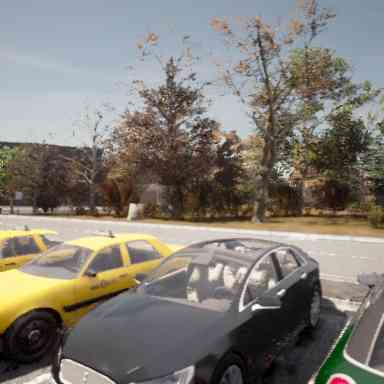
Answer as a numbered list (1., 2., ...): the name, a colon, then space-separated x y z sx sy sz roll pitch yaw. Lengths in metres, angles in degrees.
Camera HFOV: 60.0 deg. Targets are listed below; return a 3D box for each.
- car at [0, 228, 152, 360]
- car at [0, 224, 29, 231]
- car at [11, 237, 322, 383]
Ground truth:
1. car: -1.900 1.524 6.269 1.946 1.575 5.366 -1 0 35
2. car: -3.846 1.557 8.109 1.946 1.575 5.366 -1 -1 35
3. car: 0.465 1.499 4.819 2.231 1.521 4.892 -1 0 35
